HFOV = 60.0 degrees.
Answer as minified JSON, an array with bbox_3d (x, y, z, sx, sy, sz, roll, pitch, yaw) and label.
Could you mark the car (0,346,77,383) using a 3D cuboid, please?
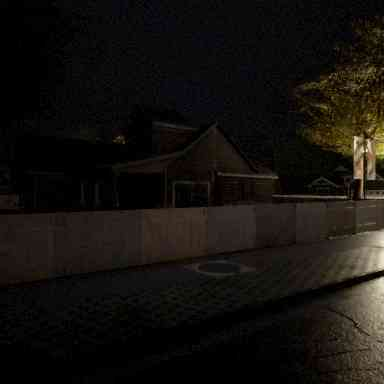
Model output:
[{"bbox_3d":[-2.493,1.564,1.285,4.181,1.385,1.994,0,0,-36],"label":"car"}]
